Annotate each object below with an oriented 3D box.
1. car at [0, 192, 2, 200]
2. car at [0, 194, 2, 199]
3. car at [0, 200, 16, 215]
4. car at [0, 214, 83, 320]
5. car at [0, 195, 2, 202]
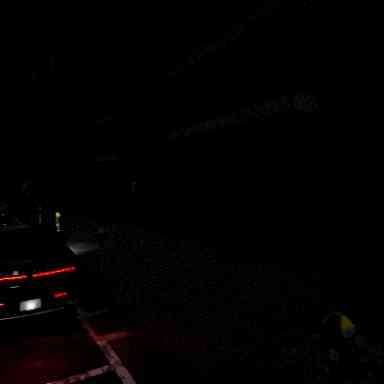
[{"bbox_3d":[-48.297,0.905,82.341,2.192,1.841,5.009,-2,1,-30],"label":"car"},{"bbox_3d":[-17.400,1.289,29.738,1.967,1.590,4.097,-2,1,-30],"label":"car"},{"bbox_3d":[-11.808,1.444,20.222,2.008,1.369,4.403,-2,1,-30],"label":"car"},{"bbox_3d":[-3.673,1.451,7.125,1.837,1.490,4.892,-2,1,-30],"label":"car"},{"bbox_3d":[-39.660,1.249,67.649,1.802,1.307,4.206,-2,1,-30],"label":"car"}]
